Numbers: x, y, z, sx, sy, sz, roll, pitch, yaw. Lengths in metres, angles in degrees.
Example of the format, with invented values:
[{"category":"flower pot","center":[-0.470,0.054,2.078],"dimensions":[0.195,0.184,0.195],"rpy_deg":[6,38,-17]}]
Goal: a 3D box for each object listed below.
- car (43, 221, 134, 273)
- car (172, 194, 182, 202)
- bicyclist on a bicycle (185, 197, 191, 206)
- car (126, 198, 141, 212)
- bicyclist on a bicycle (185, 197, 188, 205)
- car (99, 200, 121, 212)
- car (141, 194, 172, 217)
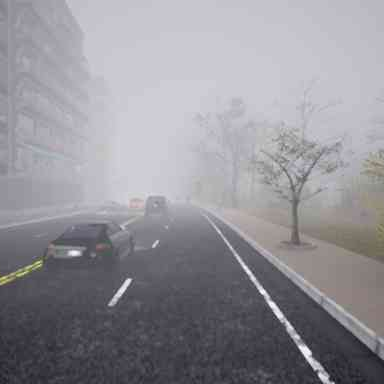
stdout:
[{"category":"car","center":[-3.154,1.619,10.915],"dimensions":[1.994,1.385,4.181],"rpy_deg":[0,0,0]},{"category":"car","center":[-3.642,1.799,86.447],"dimensions":[1.837,1.490,4.892],"rpy_deg":[0,0,-6]},{"category":"bicyclist on a bicycle","center":[-0.481,1.739,58.767],"dimensions":[0.582,1.620,1.656],"rpy_deg":[0,-1,-4]},{"category":"car","center":[-7.176,1.566,42.914],"dimensions":[2.097,1.767,4.553],"rpy_deg":[0,0,-2]},{"category":"bicyclist on a bicycle","center":[-1.109,1.779,67.833],"dimensions":[0.582,1.620,1.656],"rpy_deg":[0,-1,-4]},{"category":"car","center":[-10.413,1.762,42.693],"dimensions":[2.033,1.411,5.357],"rpy_deg":[0,0,-2]},{"category":"car","center":[-3.404,1.387,33.014],"dimensions":[2.150,2.045,5.566],"rpy_deg":[0,0,-1]}]
